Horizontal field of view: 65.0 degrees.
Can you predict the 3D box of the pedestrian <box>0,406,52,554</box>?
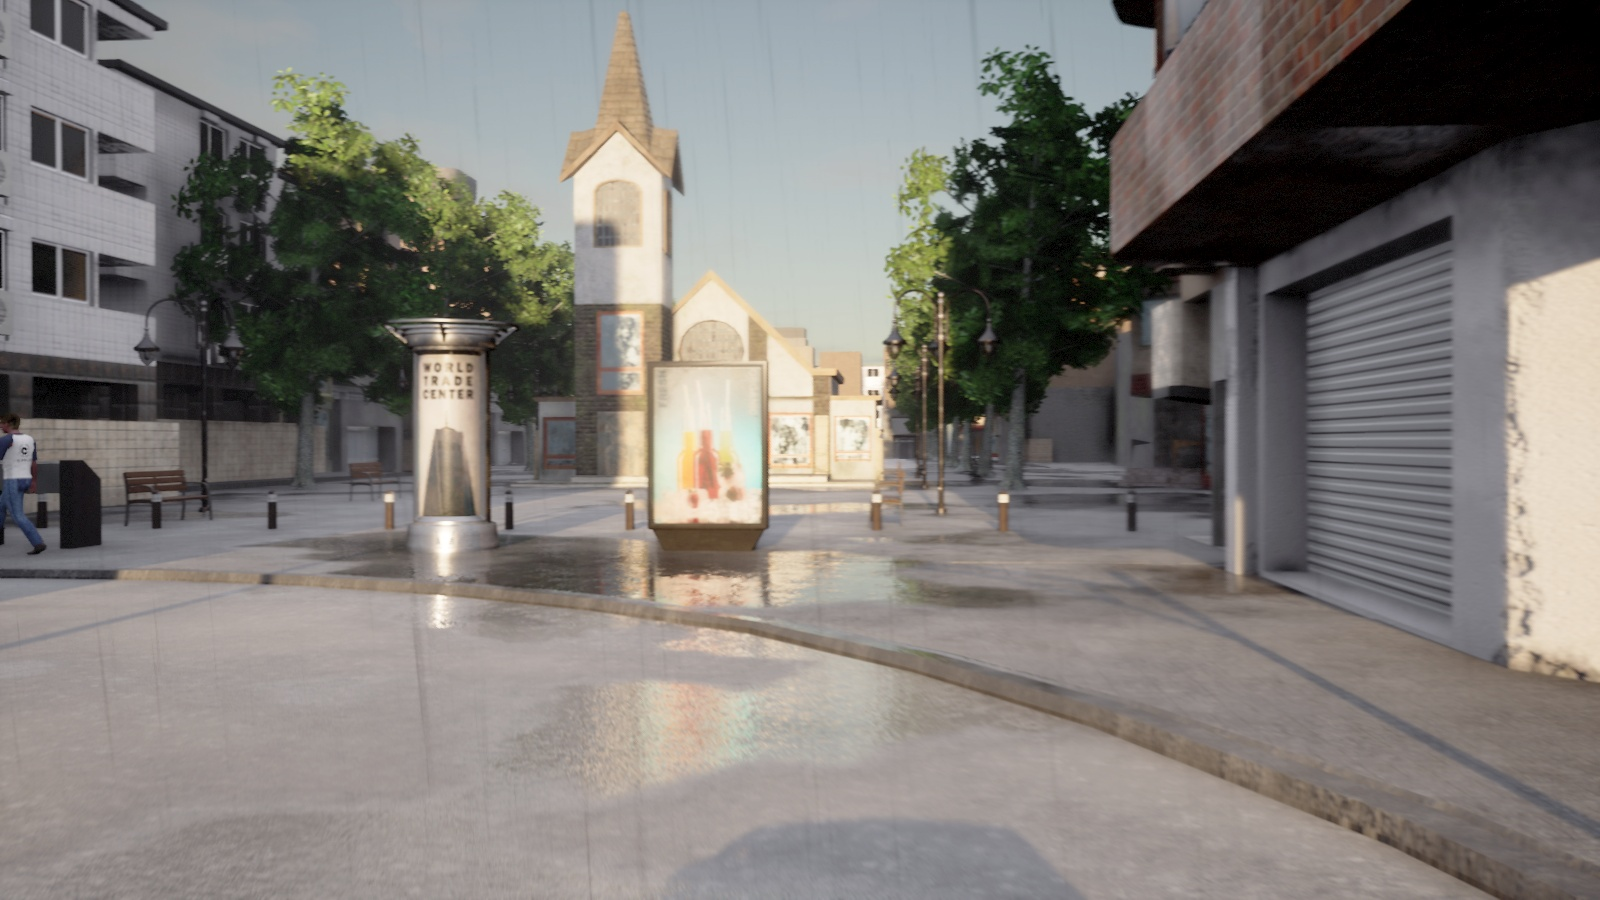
[{"bbox_3d":[-9.889,0.371,15.828,0.706,1.836,0.354,0,0,7],"label":"pedestrian"}]
